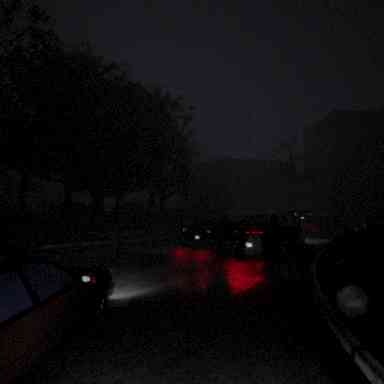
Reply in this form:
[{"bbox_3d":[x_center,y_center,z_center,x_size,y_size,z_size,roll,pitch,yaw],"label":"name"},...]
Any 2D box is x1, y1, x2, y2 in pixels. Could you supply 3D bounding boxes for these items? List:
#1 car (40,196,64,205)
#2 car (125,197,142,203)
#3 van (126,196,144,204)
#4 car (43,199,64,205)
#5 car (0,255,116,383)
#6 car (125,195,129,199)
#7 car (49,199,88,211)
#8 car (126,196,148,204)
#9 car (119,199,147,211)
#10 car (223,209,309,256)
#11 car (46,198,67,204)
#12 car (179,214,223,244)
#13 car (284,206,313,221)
[{"bbox_3d":[-32.881,2.179,77.290,4.553,1.767,2.185,0,0,-15],"label":"car"},{"bbox_3d":[-16.553,2.293,94.096,4.553,1.767,2.185,0,0,-15],"label":"car"},{"bbox_3d":[-15.275,2.188,88.811,4.442,1.987,1.878,0,0,-15],"label":"van"},{"bbox_3d":[-34.356,2.364,82.607,4.674,1.452,2.002,0,0,-15],"label":"car"},{"bbox_3d":[-2.721,1.576,4.347,2.033,1.411,5.357,0,0,7],"label":"car"},{"bbox_3d":[-14.372,2.278,86.042,4.553,1.767,2.185,0,0,-15],"label":"car"},{"bbox_3d":[-17.872,2.103,48.784,4.902,1.511,2.128,0,-1,-10],"label":"car"},{"bbox_3d":[-13.010,2.404,80.779,4.792,1.488,2.163,0,0,-15],"label":"car"},{"bbox_3d":[-9.718,2.220,52.259,4.181,1.385,1.994,0,-1,11],"label":"car"},{"bbox_3d":[3.282,1.645,13.904,1.837,1.490,4.892,-2,-1,31],"label":"car"},{"bbox_3d":[-35.811,2.338,87.932,4.892,1.521,2.231,0,0,-15],"label":"car"},{"bbox_3d":[1.382,1.781,16.882,1.895,1.301,4.718,0,-1,31],"label":"car"},{"bbox_3d":[9.443,1.973,30.926,1.895,1.301,4.718,0,-1,-2],"label":"car"}]
